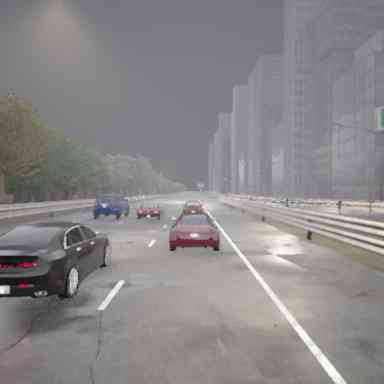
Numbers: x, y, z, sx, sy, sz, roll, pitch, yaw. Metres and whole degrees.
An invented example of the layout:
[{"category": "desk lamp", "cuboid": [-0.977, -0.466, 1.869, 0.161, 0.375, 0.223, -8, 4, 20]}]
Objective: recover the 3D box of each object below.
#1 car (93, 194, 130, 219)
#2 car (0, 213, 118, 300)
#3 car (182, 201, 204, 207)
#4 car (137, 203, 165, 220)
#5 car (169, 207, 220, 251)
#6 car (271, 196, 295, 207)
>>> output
[{"category": "car", "cuboid": [-6.903, 1.222, 28.929, 2.150, 2.045, 5.566, 0, 0, 0]}, {"category": "car", "cuboid": [-3.402, 1.503, 8.377, 1.837, 1.490, 4.892, 0, 0, 0]}, {"category": "car", "cuboid": [0.094, 1.526, 30.740, 1.812, 1.442, 4.674, 0, 0, 0]}, {"category": "car", "cuboid": [-3.405, 1.601, 28.299, 1.895, 1.301, 4.718, 0, 0, 0]}, {"category": "car", "cuboid": [0.097, 1.561, 14.212, 1.994, 1.385, 4.181, 0, 0, 0]}, {"category": "car", "cuboid": [14.924, 1.469, 55.036, 2.097, 1.767, 4.553, 0, 0, -18]}]
